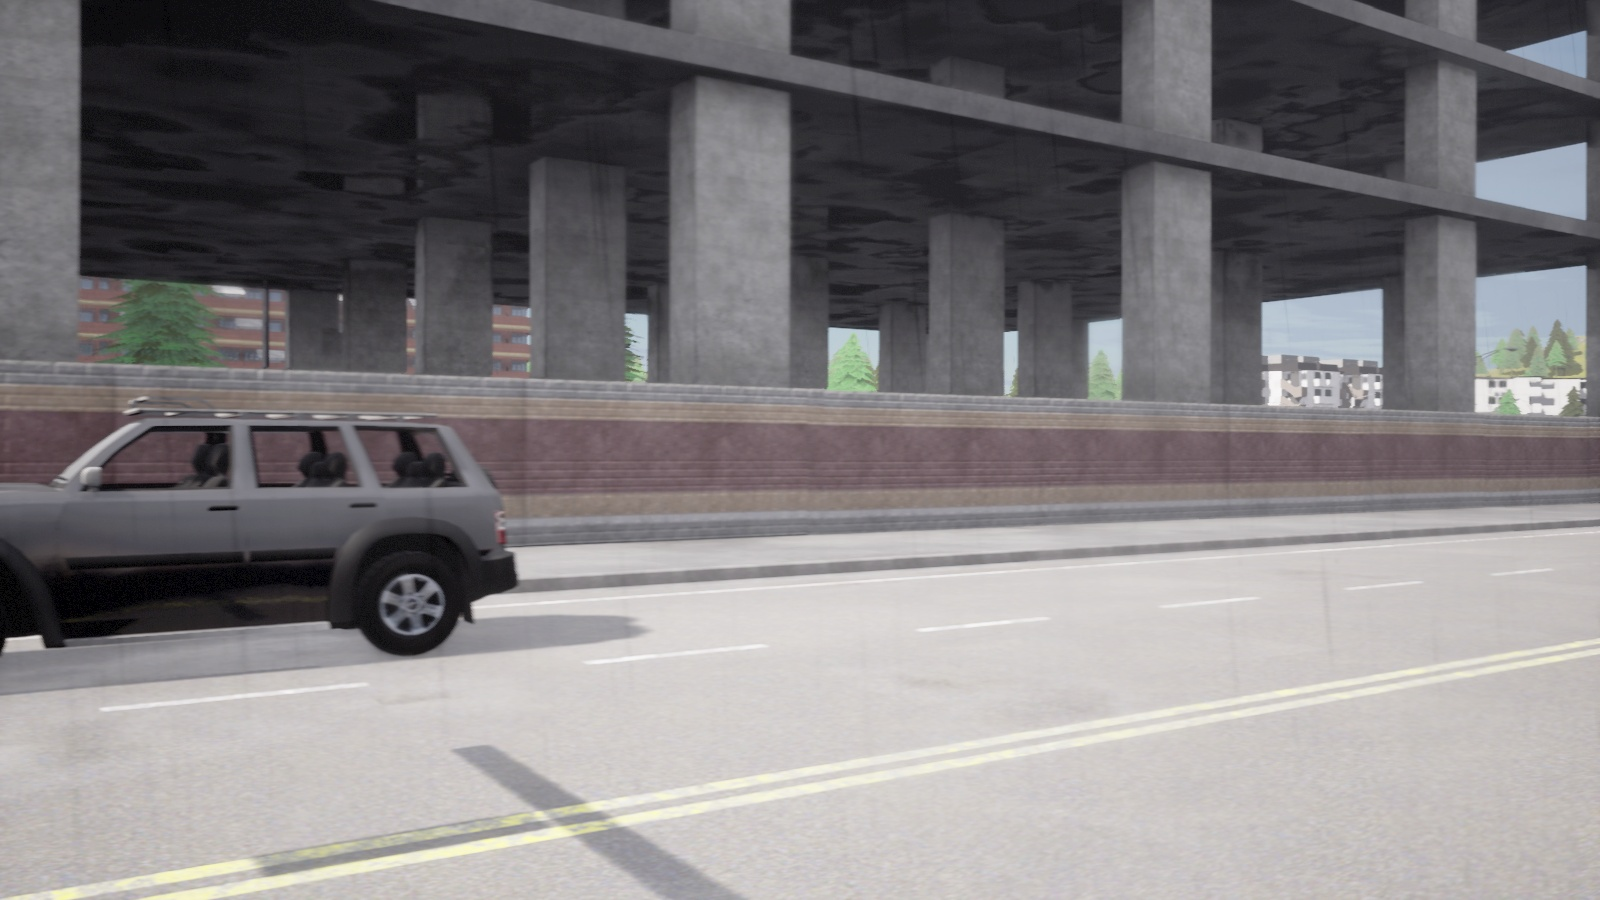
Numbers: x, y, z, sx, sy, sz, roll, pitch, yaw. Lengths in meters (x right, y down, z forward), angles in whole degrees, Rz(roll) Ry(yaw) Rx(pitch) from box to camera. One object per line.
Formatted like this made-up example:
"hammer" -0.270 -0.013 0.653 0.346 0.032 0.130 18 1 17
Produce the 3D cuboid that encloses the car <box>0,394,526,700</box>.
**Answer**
"car" -4.517 0.591 9.007 4.605 1.855 1.932 0 0 -33
